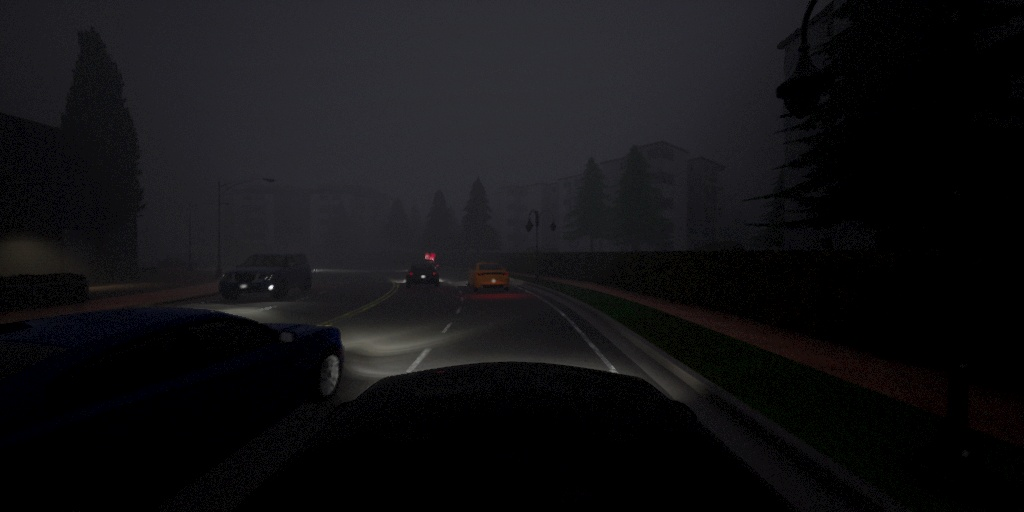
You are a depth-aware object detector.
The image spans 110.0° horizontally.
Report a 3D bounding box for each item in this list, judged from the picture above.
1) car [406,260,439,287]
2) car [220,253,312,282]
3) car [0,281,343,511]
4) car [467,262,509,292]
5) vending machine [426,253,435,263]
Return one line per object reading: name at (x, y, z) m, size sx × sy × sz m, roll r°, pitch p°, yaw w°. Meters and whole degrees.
car at (-5.765, 1.163, 22.963) m, size 1.994 × 1.385 × 4.181 m, roll 0°, pitch 1°, yaw -16°
car at (-11.519, 0.860, 17.316) m, size 2.150 × 2.045 × 5.566 m, roll 0°, pitch 0°, yaw -12°
car at (-3.402, 1.216, 3.278) m, size 1.882 × 1.535 × 5.008 m, roll 0°, pitch 0°, yaw 0°
car at (-1.454, 1.093, 20.519) m, size 1.882 × 1.535 × 5.008 m, roll 0°, pitch 0°, yaw -12°
vending machine at (-10.402, 0.631, 45.766) m, size 1.100 × 2.100 × 0.880 m, roll 0°, pitch 0°, yaw -43°
